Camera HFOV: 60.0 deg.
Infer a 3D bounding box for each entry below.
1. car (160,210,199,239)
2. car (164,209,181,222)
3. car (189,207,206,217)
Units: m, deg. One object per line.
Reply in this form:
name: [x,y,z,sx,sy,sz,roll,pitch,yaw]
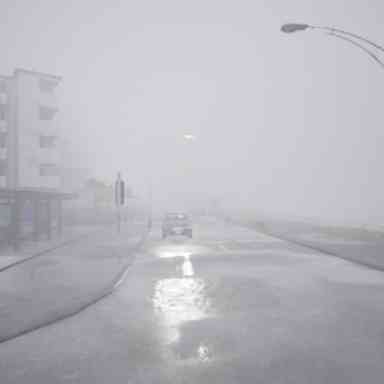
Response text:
car: [-1.002,2.173,21.952,2.128,1.511,4.902,0,-2,-4]
car: [-2.426,2.840,41.182,1.994,1.385,4.181,0,-2,-4]
car: [1.043,3.005,50.652,1.882,1.535,5.008,0,-2,-4]
